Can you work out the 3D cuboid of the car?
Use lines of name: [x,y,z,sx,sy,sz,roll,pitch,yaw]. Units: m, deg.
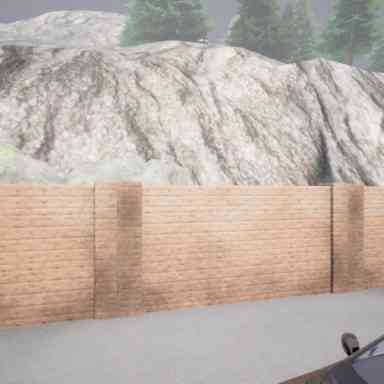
car: [2.193,1.492,1.896,4.902,1.511,2.128,0,0,-18]
